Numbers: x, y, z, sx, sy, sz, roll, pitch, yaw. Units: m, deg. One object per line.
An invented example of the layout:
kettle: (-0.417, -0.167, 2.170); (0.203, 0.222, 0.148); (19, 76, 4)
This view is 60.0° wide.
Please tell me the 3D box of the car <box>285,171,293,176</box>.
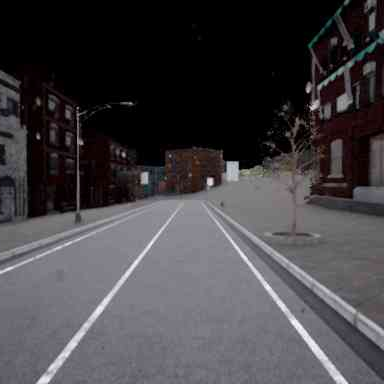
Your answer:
car: (23.000, -4.076, 74.487); (2.185, 1.767, 4.553); (0, 1, -5)

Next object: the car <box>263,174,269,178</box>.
car: (21.965, -4.312, 91.072); (2.231, 1.521, 4.892); (0, 1, -1)

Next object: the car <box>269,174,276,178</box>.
car: (22.192, -4.155, 85.530); (2.002, 1.452, 4.674); (0, 1, -2)

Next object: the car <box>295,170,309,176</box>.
car: (23.613, -3.794, 68.796); (2.163, 1.488, 4.792); (0, 1, -6)

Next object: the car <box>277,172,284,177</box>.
car: (22.538, -4.072, 79.993); (2.097, 1.535, 5.008); (0, 1, -4)
